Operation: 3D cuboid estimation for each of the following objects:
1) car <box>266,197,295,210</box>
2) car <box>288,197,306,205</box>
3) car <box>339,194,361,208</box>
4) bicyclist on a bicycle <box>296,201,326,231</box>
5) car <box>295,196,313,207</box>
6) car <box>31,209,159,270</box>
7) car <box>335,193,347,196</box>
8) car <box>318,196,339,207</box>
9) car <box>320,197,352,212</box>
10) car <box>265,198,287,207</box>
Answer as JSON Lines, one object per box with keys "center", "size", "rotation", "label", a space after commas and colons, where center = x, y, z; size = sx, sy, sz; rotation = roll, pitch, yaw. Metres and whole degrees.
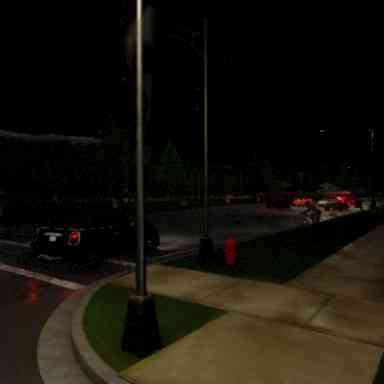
{"center": [11.422, 1.518, 43.776], "size": [1.882, 1.535, 5.008], "rotation": [0, 0, 36], "label": "car"}
{"center": [18.983, 1.577, 60.117], "size": [1.812, 1.442, 4.674], "rotation": [0, 0, 36], "label": "car"}
{"center": [23.208, 1.506, 48.208], "size": [1.882, 1.535, 5.008], "rotation": [0, 0, 36], "label": "car"}
{"center": [6.435, 1.315, 18.060], "size": [1.656, 1.620, 0.582], "rotation": [-1, 0, 36], "label": "bicyclist on a bicycle"}
{"center": [17.489, 1.395, 52.246], "size": [2.097, 1.767, 4.553], "rotation": [0, 0, 36], "label": "car"}
{"center": [-3.053, 1.372, 11.514], "size": [2.097, 1.767, 4.553], "rotation": [0, 0, 27], "label": "car"}
{"center": [26.556, 1.259, 58.659], "size": [2.150, 2.045, 5.566], "rotation": [0, 0, 36], "label": "car"}
{"center": [20.683, 1.636, 50.520], "size": [1.895, 1.301, 4.718], "rotation": [0, 0, 36], "label": "car"}
{"center": [17.420, 1.627, 40.117], "size": [1.895, 1.301, 4.718], "rotation": [0, 0, 36], "label": "car"}
{"center": [13.174, 1.613, 52.081], "size": [1.994, 1.385, 4.181], "rotation": [0, 0, 36], "label": "car"}
